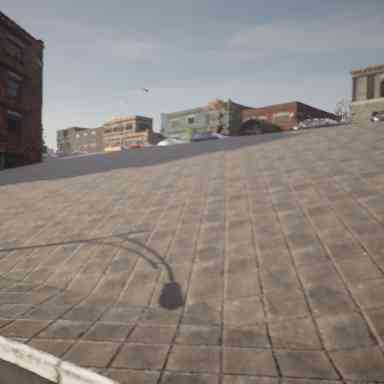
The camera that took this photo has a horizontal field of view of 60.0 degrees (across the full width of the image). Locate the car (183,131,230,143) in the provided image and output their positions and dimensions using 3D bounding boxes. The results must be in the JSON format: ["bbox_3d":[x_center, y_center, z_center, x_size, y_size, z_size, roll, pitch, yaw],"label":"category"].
[{"bbox_3d":[1.785,-4.970,31.709,2.185,1.767,4.553,0,2,-44],"label":"car"}]

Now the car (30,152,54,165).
[{"bbox_3d":[-28.806,-6.424,63.629,2.435,2.045,5.566,0,1,-44],"label":"car"}]

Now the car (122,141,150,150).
[{"bbox_3d":[-5.939,-5.328,39.769,2.185,1.767,4.553,0,2,-44],"label":"car"}]

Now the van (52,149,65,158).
[{"bbox_3d":[-21.108,-6.092,55.596,1.878,1.987,4.442,0,1,-44],"label":"van"}]

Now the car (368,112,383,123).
[{"bbox_3d":[13.172,-4.298,19.839,2.231,1.521,4.892,0,2,-44],"label":"car"}]

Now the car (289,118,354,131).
[{"bbox_3d":[9.349,-4.489,23.816,2.231,1.521,4.892,0,2,-44],"label":"car"}]

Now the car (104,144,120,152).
[{"bbox_3d":[-9.757,-5.501,43.753,2.185,1.767,4.553,0,2,-44],"label":"car"}]

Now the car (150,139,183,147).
[{"bbox_3d":[-2.017,-4.980,35.677,2.002,1.452,4.674,0,2,-44],"label":"car"}]

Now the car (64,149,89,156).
[{"bbox_3d":[-17.380,-5.709,51.705,2.231,1.521,4.892,0,2,-44],"label":"car"}]

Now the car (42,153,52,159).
[{"bbox_3d":[-25.016,-5.985,59.674,2.002,1.452,4.674,0,1,-44],"label":"car"}]
